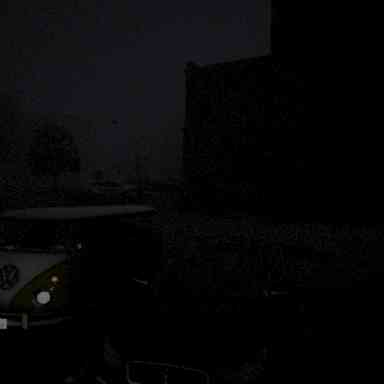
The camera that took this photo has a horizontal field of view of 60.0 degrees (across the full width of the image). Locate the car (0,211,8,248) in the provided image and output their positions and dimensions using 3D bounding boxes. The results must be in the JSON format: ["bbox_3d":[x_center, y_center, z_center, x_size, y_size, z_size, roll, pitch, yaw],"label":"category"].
[{"bbox_3d":[-9.445,1.553,12.093,2.163,1.488,4.792,0,-1,13],"label":"car"}]

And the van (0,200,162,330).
[{"bbox_3d":[-2.116,1.268,6.760,1.878,1.987,4.442,0,-1,14],"label":"van"}]

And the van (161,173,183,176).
[{"bbox_3d":[-2.364,-1.388,44.290,4.442,1.987,1.878,0,6,9],"label":"van"}]

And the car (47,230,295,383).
[{"bbox_3d":[0.390,1.490,5.147,2.231,1.521,4.892,0,-1,15],"label":"car"}]

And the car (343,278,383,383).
[{"bbox_3d":[2.847,1.521,3.394,2.002,1.452,4.674,0,-1,15],"label":"car"}]

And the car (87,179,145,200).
[{"bbox_3d":[-8.052,-0.279,33.747,5.566,2.045,2.435,0,6,9],"label":"car"}]

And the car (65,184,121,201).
[{"bbox_3d":[-9.528,0.295,31.142,4.674,1.452,2.002,0,6,9],"label":"car"}]

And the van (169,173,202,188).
[{"bbox_3d":[-0.905,-1.672,46.928,4.442,1.987,1.878,0,6,9],"label":"van"}]

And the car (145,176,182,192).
[{"bbox_3d":[-3.710,-0.878,41.672,4.892,1.521,2.231,1,6,9],"label":"car"}]
